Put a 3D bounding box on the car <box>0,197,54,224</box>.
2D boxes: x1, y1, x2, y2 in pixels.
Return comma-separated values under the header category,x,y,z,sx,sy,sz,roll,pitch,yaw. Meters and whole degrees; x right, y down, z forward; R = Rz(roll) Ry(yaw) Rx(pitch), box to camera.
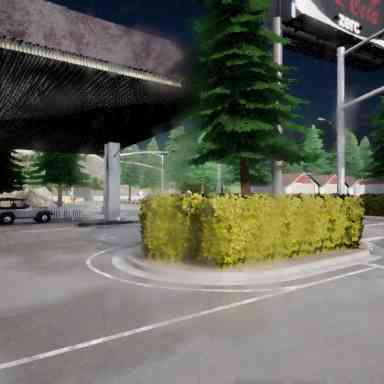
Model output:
category,x,y,z,sx,sy,sz,roll,pitch,yaw
car,-11.986,1.313,23.469,3.866,1.878,1.905,0,0,-36
